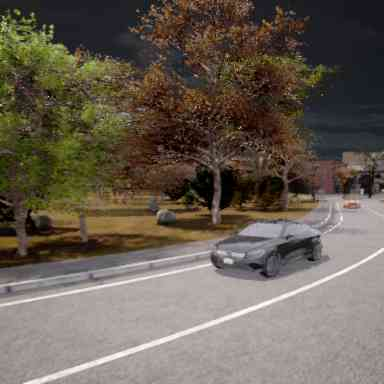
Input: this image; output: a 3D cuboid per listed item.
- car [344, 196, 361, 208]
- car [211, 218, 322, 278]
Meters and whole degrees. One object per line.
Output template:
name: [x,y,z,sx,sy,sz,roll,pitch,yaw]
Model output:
car: [23.156,1.426,48.169,2.097,1.767,4.553,-1,0,23]
car: [2.576,1.603,10.638,1.812,1.442,4.674,-1,-1,44]
